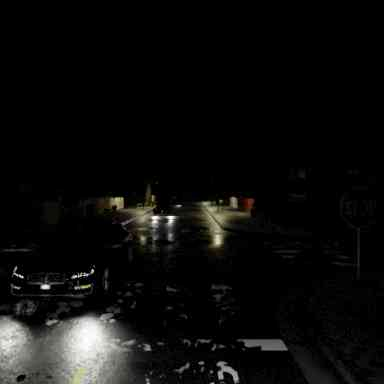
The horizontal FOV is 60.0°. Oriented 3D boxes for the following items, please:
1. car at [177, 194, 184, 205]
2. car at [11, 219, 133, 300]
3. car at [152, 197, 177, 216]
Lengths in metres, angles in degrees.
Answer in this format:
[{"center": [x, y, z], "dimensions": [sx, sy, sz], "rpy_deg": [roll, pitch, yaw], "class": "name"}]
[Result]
[{"center": [-2.845, 1.532, 58.062], "dimensions": [2.033, 1.411, 5.357], "rpy_deg": [0, 0, 0], "class": "car"}, {"center": [-2.759, 1.527, 8.681], "dimensions": [1.837, 1.490, 4.892], "rpy_deg": [0, 0, 0], "class": "car"}, {"center": [-2.803, 1.550, 33.142], "dimensions": [1.837, 1.490, 4.892], "rpy_deg": [0, 0, 0], "class": "car"}]
